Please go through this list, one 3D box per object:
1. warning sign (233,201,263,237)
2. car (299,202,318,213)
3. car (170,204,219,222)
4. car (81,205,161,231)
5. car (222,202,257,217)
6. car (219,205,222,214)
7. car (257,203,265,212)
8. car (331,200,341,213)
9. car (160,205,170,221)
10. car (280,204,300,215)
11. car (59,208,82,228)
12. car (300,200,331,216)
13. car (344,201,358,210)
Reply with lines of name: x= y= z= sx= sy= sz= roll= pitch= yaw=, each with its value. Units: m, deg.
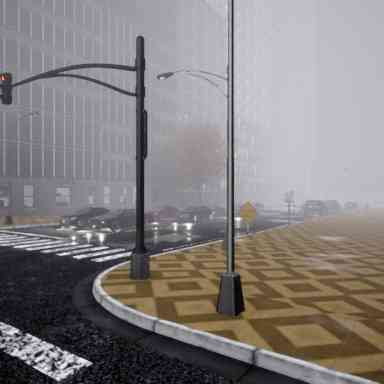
warning sign: x=3.136 y=1.454 z=18.552 sx=1.300 sy=1.860 sz=1.060 roll=1 pitch=1 yaw=33
car: x=19.200 y=2.506 z=54.716 sx=1.882 sy=1.535 sz=5.008 roll=0 pitch=-1 yaw=33
car: x=0.346 y=2.003 z=31.685 sx=1.837 sy=1.490 sz=4.892 roll=0 pitch=-1 yaw=33
car: x=-4.856 y=1.874 z=23.628 sx=2.033 sy=1.411 sz=5.357 roll=0 pitch=-1 yaw=33
car: x=5.785 y=2.203 z=40.093 sx=1.812 sy=1.442 sz=4.674 roll=0 pitch=-1 yaw=33
car: x=2.596 y=2.223 z=41.160 sx=1.994 sy=1.385 sz=4.181 roll=0 pitch=-1 yaw=32
car: x=9.843 y=2.373 z=52.252 sx=1.882 sy=1.535 sz=5.008 roll=0 pitch=-1 yaw=33
car: x=22.408 y=2.267 z=53.509 sx=2.150 sy=2.045 sz=5.566 roll=0 pitch=-1 yaw=33
car: x=-2.797 y=2.007 z=32.810 sx=1.812 sy=1.442 sz=4.674 roll=0 pitch=-1 yaw=33
car: x=13.643 y=2.372 z=46.025 sx=1.812 sy=1.442 sz=4.674 roll=0 pitch=-1 yaw=33
car: x=-7.724 y=1.844 z=25.166 sx=1.812 sy=1.442 sz=4.674 roll=0 pitch=-1 yaw=31
car: x=16.580 y=2.077 z=44.480 sx=2.150 sy=2.045 sz=5.566 roll=0 pitch=-1 yaw=33
car: x=31.503 y=2.662 z=65.686 sx=2.097 sy=1.767 sz=4.553 roll=0 pitch=-1 yaw=33
